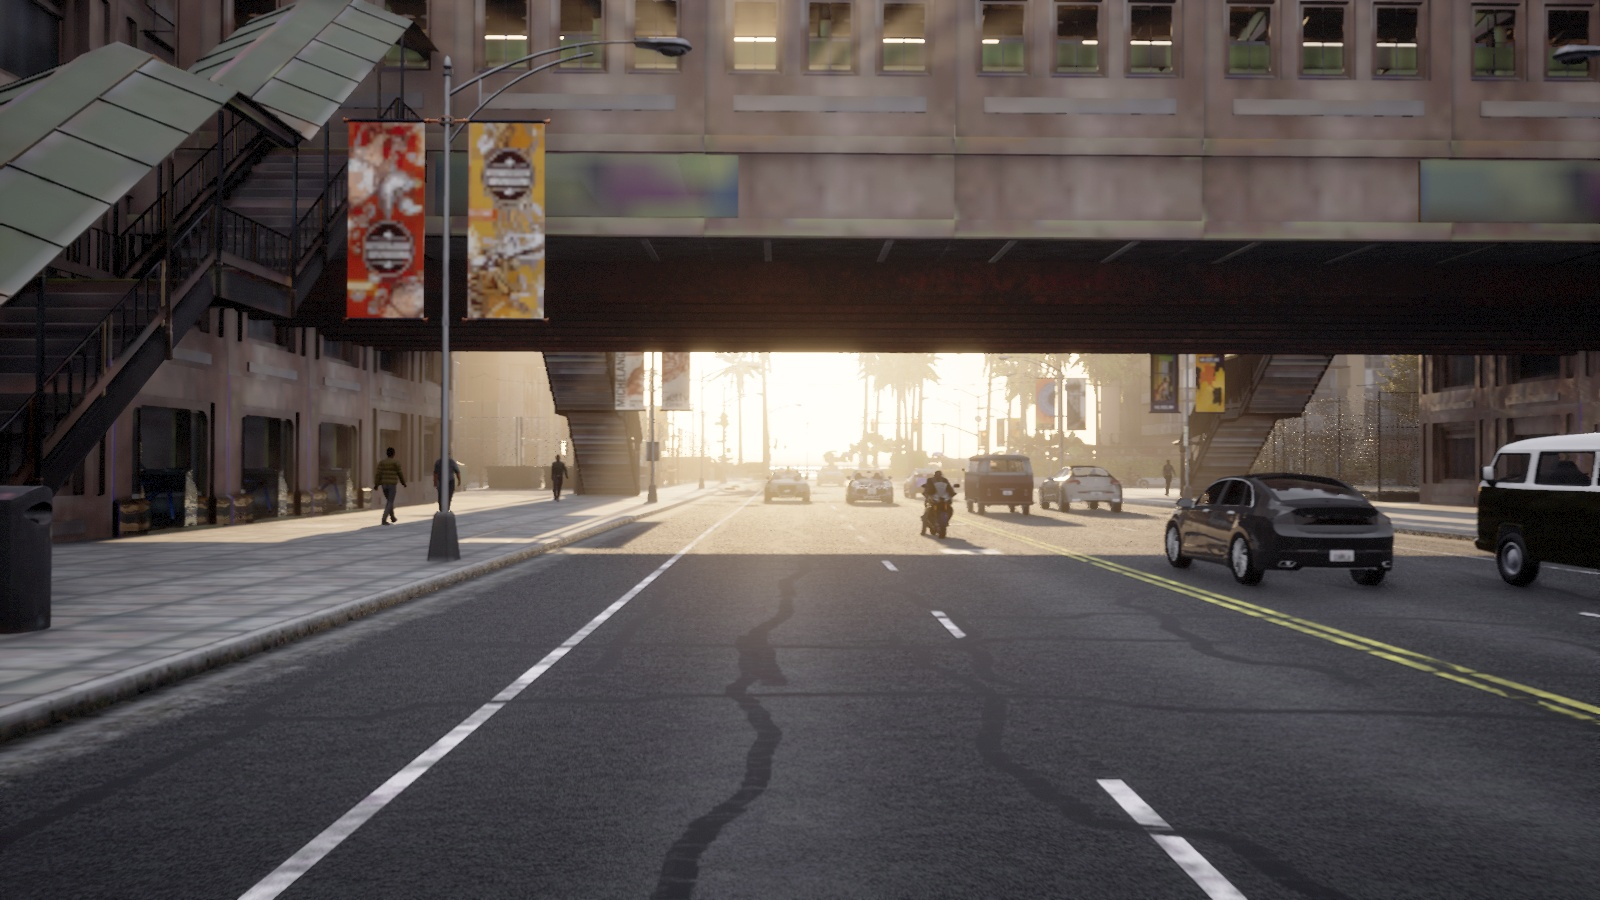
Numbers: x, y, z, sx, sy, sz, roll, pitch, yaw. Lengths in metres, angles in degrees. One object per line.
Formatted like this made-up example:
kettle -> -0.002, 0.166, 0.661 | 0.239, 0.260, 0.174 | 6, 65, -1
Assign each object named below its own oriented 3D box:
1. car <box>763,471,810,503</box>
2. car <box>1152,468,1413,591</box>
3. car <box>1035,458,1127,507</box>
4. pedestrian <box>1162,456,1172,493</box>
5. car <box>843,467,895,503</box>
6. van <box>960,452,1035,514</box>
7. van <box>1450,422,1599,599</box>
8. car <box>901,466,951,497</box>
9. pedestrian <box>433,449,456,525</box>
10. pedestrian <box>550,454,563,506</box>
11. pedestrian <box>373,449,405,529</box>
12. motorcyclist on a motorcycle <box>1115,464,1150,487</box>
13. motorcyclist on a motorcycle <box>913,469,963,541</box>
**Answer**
car -> -0.603, 1.617, 56.014 | 1.994, 1.385, 4.181 | 0, -1, -1
car -> 6.734, 1.035, 18.196 | 1.837, 1.490, 4.892 | 0, 0, -1
car -> 10.058, 1.143, 45.348 | 2.152, 1.651, 5.027 | 0, -1, -1
pedestrian -> 18.155, 1.200, 62.095 | 0.328, 1.805, 0.869 | 0, -1, 6
car -> 2.915, 1.470, 53.718 | 1.970, 1.475, 3.806 | 0, -1, -1
van -> 6.589, 1.071, 42.233 | 1.775, 1.987, 4.442 | 0, 0, -1
van -> 10.266, 0.697, 15.542 | 2.069, 2.038, 4.480 | 0, 0, -1
car -> 6.265, 1.559, 63.007 | 2.007, 1.525, 4.514 | 0, -1, -1
pedestrian -> -8.835, 0.916, 31.195 | 0.540, 1.848, 0.694 | 0, -1, -15
pedestrian -> -9.331, 1.143, 48.179 | 0.423, 1.949, 0.788 | 0, -1, -5
pedestrian -> -9.526, 0.892, 29.144 | 0.431, 1.840, 0.709 | 0, -1, 9
motorcyclist on a motorcycle -> 24.576, 1.876, 92.868 | 2.350, 1.649, 0.766 | 0, -1, -1
motorcyclist on a motorcycle -> 3.074, 1.201, 28.197 | 0.866, 1.530, 2.191 | 0, -1, -1
